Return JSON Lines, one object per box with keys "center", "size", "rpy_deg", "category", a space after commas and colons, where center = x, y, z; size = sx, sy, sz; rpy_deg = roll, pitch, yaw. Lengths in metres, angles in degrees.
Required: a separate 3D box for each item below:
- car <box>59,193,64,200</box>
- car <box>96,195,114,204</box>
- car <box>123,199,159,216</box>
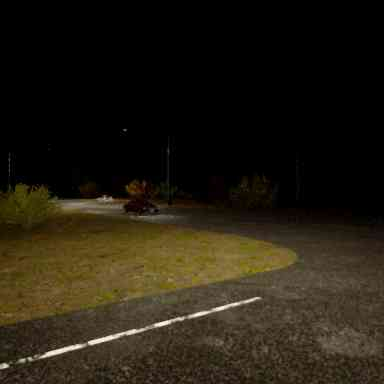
{"center": [-31.658, 1.066, 78.632], "size": [1.837, 1.490, 4.892], "rpy_deg": [0, 0, -37], "category": "car"}
{"center": [-14.690, 1.263, 56.255], "size": [1.812, 1.442, 4.674], "rpy_deg": [0, 0, -37], "category": "car"}
{"center": [-4.996, 1.405, 31.888], "size": [1.812, 1.442, 4.674], "rpy_deg": [0, 0, -37], "category": "car"}
